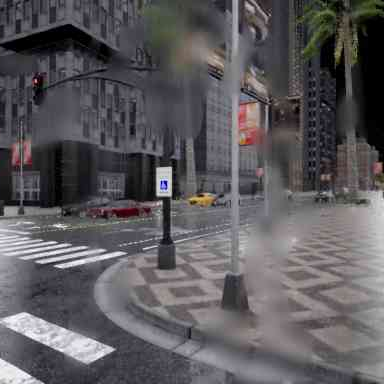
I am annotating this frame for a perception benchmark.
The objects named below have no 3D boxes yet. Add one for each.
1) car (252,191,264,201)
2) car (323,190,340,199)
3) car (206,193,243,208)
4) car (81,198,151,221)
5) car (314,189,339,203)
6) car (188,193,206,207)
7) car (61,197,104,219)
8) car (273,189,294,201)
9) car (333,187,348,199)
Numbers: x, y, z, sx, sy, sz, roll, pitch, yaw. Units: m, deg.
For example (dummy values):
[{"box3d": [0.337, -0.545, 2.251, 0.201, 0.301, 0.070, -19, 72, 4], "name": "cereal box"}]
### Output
[{"box3d": [10.942, 0.618, 51.841, 2.128, 1.511, 4.902, 0, 1, 35], "name": "car"}, {"box3d": [25.759, 0.353, 61.331, 1.882, 1.535, 5.008, 0, 1, 36], "name": "car"}, {"box3d": [3.859, 0.910, 36.379, 1.837, 1.490, 4.892, 0, 1, 35], "name": "car"}, {"box3d": [-5.150, 1.276, 23.677, 1.895, 1.301, 4.718, 0, 1, 35], "name": "car"}, {"box3d": [17.810, 0.677, 44.492, 1.837, 1.490, 4.892, 0, 1, 35], "name": "car"}, {"box3d": [1.487, 0.869, 38.650, 1.882, 1.535, 5.008, 0, 1, 36], "name": "car"}, {"box3d": [-7.666, 1.143, 25.757, 1.882, 1.535, 5.008, 0, 1, 35], "name": "car"}, {"box3d": [13.761, 0.397, 50.192, 2.097, 1.767, 4.553, 0, 1, 35], "name": "car"}, {"box3d": [23.672, 0.232, 52.772, 2.150, 2.045, 5.566, 0, 1, 36], "name": "car"}]
